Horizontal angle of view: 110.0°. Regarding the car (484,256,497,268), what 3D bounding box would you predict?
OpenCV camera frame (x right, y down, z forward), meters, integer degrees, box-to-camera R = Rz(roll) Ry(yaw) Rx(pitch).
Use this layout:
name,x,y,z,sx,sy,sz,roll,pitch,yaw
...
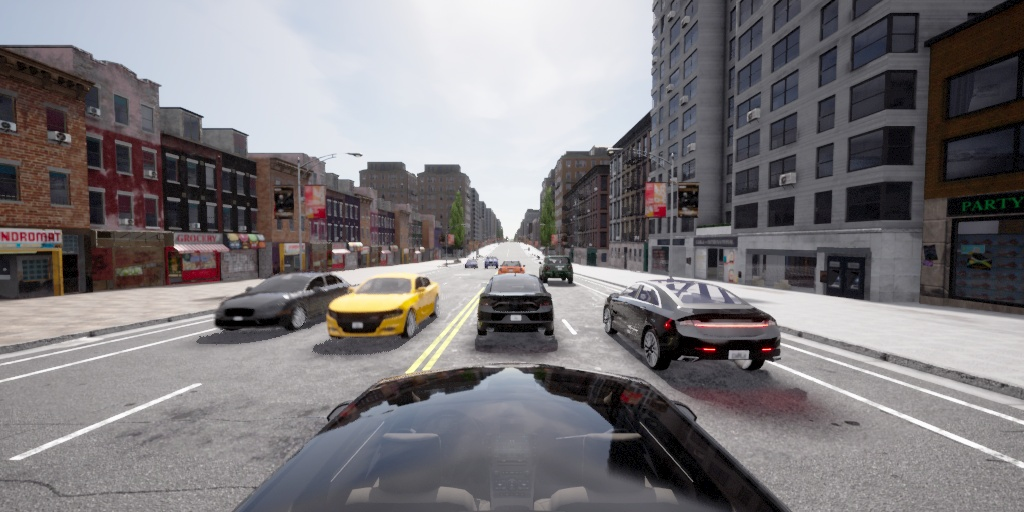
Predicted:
name,x,y,z,sx,sy,sz,roll,pitch,yaw
car,-3.332,0.975,58.638,2.150,2.045,5.566,0,0,0

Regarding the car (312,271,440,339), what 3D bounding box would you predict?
name,x,y,z,sx,sy,sz,roll,pitch,yaw
car,-3.361,1.233,10.295,1.882,1.535,5.008,0,0,0

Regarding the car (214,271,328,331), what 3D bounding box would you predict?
name,x,y,z,sx,sy,sz,roll,pitch,yaw
car,-6.612,1.261,11.078,1.837,1.490,4.892,0,0,0

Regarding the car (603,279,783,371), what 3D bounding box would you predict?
name,x,y,z,sx,sy,sz,roll,pitch,yaw
car,3.338,1.243,7.701,2.128,1.511,4.902,0,0,0

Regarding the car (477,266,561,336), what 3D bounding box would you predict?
name,x,y,z,sx,sy,sz,roll,pitch,yaw
car,0.086,1.233,10.479,1.882,1.535,5.008,0,0,0

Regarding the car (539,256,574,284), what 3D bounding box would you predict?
name,x,y,z,sx,sy,sz,roll,pitch,yaw
car,3.312,0.994,27.537,2.150,2.045,5.566,0,0,0

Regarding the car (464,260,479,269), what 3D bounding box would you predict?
name,x,y,z,sx,sy,sz,roll,pitch,yaw
car,-6.585,1.295,58.438,1.812,1.442,4.674,0,0,0

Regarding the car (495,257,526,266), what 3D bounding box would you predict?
name,x,y,z,sx,sy,sz,roll,pitch,yaw
car,0.027,1.126,29.614,2.097,1.767,4.553,0,0,3
